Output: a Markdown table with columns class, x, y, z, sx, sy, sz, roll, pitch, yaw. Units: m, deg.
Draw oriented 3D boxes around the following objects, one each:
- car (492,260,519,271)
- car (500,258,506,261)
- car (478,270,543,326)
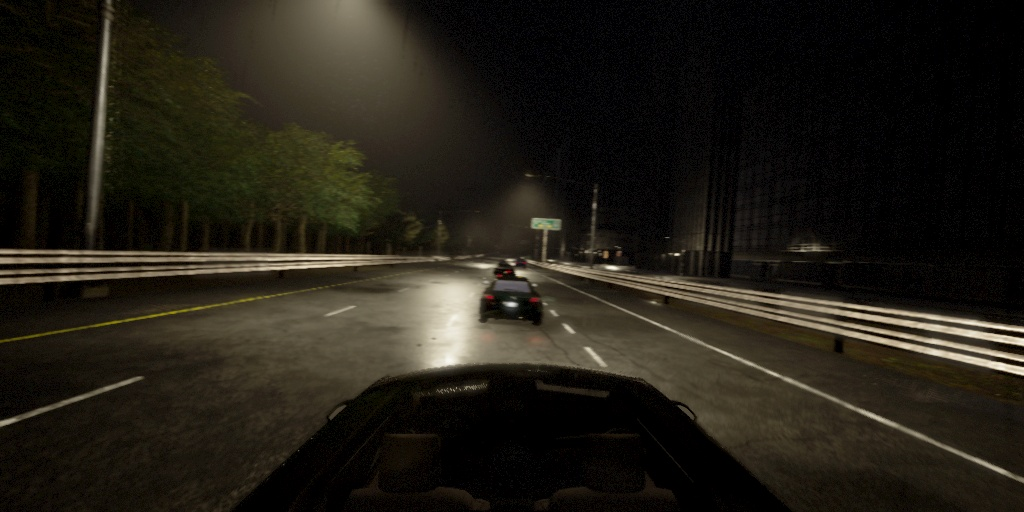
| class | x | y | z | sx | sy | sz | roll | pitch | yaw |
| --- | --- | --- | --- | --- | --- | --- | --- | --- | --- |
| car | -0.666 | 1.391 | 30.321 | 1.837 | 1.490 | 4.892 | 4 | 0 | -2 |
| car | -1.428 | 1.465 | 52.829 | 1.837 | 1.490 | 4.892 | 4 | 0 | -2 |
| car | -0.072 | 1.377 | 12.304 | 1.994 | 1.385 | 4.181 | 4 | 0 | -2 |
